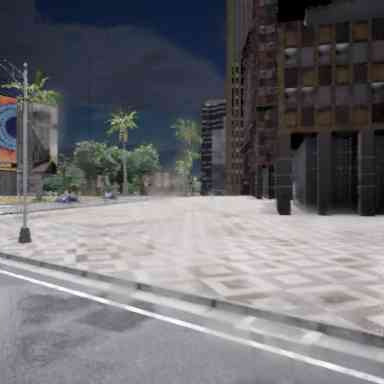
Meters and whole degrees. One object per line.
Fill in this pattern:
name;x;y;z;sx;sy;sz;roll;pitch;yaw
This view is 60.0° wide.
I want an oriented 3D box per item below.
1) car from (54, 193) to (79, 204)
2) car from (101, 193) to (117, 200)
car;-20.804;1.010;55.191;2.097;1.767;4.553;0;1;13
car;-17.679;1.024;71.000;1.812;1.442;4.674;0;1;10
